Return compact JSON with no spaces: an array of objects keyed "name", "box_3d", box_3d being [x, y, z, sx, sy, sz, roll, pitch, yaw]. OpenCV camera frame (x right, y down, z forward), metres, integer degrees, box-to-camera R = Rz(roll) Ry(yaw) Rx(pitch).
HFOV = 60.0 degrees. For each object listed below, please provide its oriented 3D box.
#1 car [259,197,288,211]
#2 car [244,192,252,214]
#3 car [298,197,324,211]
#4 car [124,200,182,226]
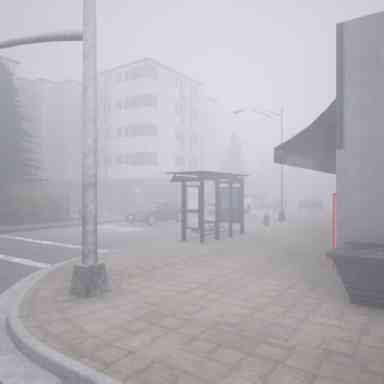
[{"name":"car","box_3d":[9.488,1.301,38.587,1.882,1.535,5.008,0,0,36]},{"name":"car","box_3d":[3.544,1.045,30.373,2.150,2.045,5.566,0,0,36]},{"name":"car","box_3d":[13.718,1.329,38.217,1.837,1.490,4.892,0,0,36]},{"name":"car","box_3d":[-2.342,1.328,22.191,1.837,1.490,4.892,0,0,36]}]
